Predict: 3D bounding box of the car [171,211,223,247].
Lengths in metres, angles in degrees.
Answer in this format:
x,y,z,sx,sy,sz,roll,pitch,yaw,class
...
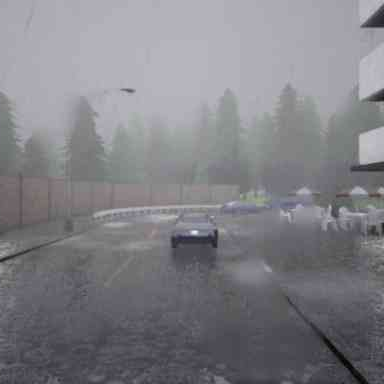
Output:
x,y,z,sx,sy,sz,roll,pitch,yaw,class
0.101,1.559,15.023,1.994,1.385,4.181,0,0,0,car

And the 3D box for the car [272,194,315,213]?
x,y,z,sx,sy,sz,roll,pitch,yaw,class
10.540,1.214,36.347,5.566,2.045,2.150,0,0,-1,car

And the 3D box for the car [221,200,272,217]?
x,y,z,sx,sy,sz,roll,pitch,yaw,class
4.946,1.520,31.499,4.674,1.442,1.812,0,-1,-27,car
